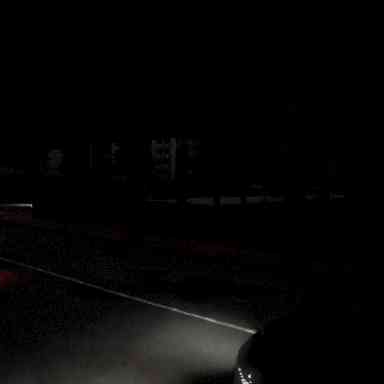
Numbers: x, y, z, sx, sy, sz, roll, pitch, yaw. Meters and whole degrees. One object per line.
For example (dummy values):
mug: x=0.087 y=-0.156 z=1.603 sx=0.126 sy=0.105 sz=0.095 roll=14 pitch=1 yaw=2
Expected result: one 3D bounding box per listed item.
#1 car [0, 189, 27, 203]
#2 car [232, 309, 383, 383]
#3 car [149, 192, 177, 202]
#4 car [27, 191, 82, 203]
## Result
car: x=-19.465 y=0.418 z=35.494 sx=2.128 sy=1.511 sz=4.902 roll=2 pitch=1 yaw=38
car: x=2.597 y=1.506 z=2.131 sx=4.892 sy=1.490 sz=1.837 roll=0 pitch=0 yaw=36
car: x=-3.019 y=0.798 z=39.476 sx=1.837 sy=1.490 sz=4.892 roll=2 pitch=1 yaw=37
car: x=-14.533 y=0.594 z=36.157 sx=2.033 sy=1.411 sz=5.357 roll=2 pitch=1 yaw=38
